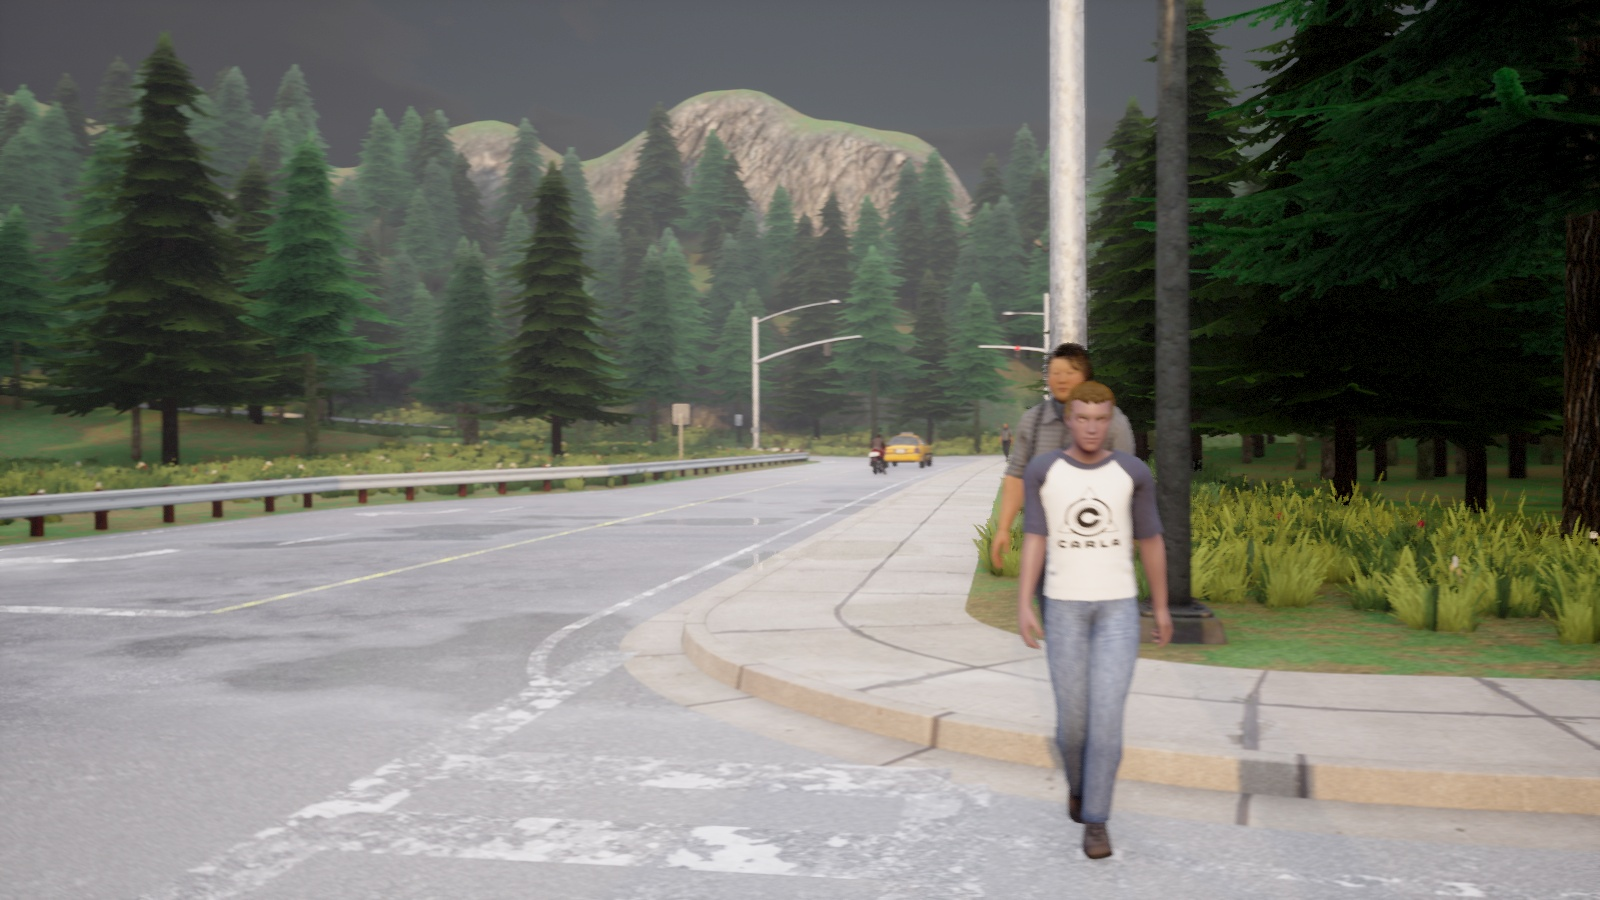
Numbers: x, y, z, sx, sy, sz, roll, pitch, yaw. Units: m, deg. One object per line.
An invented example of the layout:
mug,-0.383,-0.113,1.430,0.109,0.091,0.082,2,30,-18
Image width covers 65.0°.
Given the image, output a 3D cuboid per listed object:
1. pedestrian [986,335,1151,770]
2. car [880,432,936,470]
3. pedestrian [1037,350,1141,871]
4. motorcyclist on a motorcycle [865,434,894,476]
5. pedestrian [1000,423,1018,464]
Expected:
pedestrian,1.244,0.431,5.765,0.540,1.848,0.694,0,1,31
car,4.811,0.000,55.204,1.801,1.575,5.366,0,1,12
pedestrian,1.105,0.563,4.800,0.354,1.836,0.706,0,1,13
motorcyclist on a motorcycle,2.963,0.160,46.517,0.797,1.523,2.044,0,1,12
pedestrian,9.376,-0.293,56.322,0.540,1.848,0.694,1,1,35
